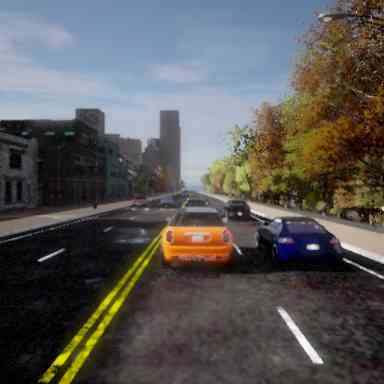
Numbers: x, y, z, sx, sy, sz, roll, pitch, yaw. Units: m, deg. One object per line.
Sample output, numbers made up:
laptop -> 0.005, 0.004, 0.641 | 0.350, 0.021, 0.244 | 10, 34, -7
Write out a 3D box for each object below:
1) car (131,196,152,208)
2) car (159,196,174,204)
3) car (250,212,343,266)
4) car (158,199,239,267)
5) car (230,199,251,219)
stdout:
car -> -6.210, 1.219, 41.405 | 1.812, 1.442, 4.674 | 0, 0, 1
car -> -2.967, 1.258, 41.087 | 2.033, 1.411, 5.357 | 0, 0, 1
car -> 3.429, 1.504, 11.354 | 1.994, 1.385, 4.181 | 0, 0, 1
car -> 0.178, 1.278, 11.267 | 2.097, 1.767, 4.553 | 0, 0, 1
car -> 3.578, 1.341, 26.960 | 1.837, 1.490, 4.892 | 0, 0, 1
